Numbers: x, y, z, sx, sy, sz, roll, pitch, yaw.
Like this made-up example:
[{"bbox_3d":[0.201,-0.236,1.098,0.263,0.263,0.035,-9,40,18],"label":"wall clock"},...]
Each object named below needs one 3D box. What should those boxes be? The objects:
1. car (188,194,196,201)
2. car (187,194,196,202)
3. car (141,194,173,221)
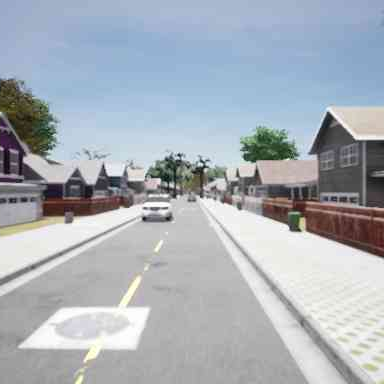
[{"bbox_3d":[-0.028,1.344,84.108,1.837,1.490,4.892,0,0,0],"label":"car"},{"bbox_3d":[-0.025,1.540,74.103,1.994,1.385,4.181,0,0,0],"label":"car"},{"bbox_3d":[-2.763,1.222,27.404,2.150,2.045,5.566,0,0,0],"label":"car"}]
